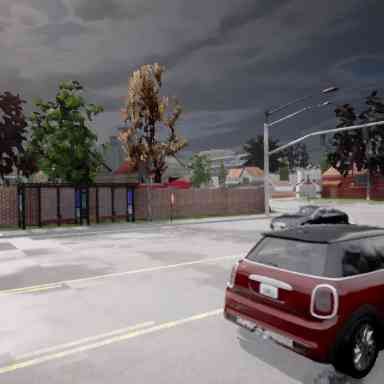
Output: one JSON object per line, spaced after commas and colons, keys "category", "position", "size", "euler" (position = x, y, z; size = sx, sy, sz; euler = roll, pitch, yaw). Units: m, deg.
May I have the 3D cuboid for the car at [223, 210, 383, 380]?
{"category": "car", "position": [2.766, 1.347, 5.729], "size": [4.553, 1.767, 2.097], "euler": [0, 0, -36]}

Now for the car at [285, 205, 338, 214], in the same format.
{"category": "car", "position": [6.014, 1.442, 16.870], "size": [4.902, 1.511, 2.128], "euler": [0, 0, -35]}
